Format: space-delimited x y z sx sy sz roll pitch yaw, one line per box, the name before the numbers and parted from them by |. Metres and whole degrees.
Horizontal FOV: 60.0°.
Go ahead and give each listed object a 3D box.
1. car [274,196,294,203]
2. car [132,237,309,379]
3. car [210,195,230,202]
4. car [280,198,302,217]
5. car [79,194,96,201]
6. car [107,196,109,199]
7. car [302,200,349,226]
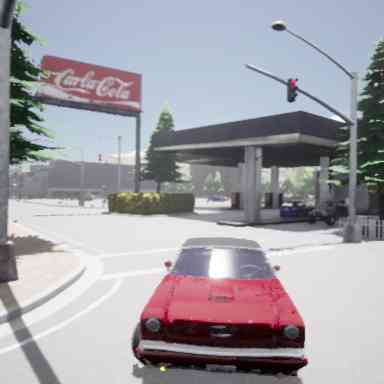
car | 23.313 1.919 84.423 2.007 1.523 4.514 1 0 -37
car | 0.505 1.521 5.599 1.895 1.301 4.718 1 0 5
car | 6.775 1.663 81.426 1.845 1.501 3.633 1 0 -37
car | 10.723 1.734 32.788 4.611 1.667 2.242 1 0 -37
car | -23.136 1.202 72.215 2.007 1.523 4.514 1 0 -37
car | -19.570 1.142 84.184 2.152 1.636 5.027 1 0 -37
car | 10.697 1.545 25.656 3.866 1.878 1.905 1 0 -37
